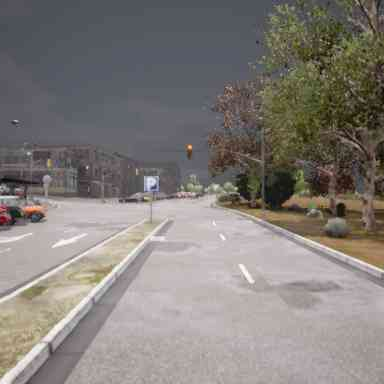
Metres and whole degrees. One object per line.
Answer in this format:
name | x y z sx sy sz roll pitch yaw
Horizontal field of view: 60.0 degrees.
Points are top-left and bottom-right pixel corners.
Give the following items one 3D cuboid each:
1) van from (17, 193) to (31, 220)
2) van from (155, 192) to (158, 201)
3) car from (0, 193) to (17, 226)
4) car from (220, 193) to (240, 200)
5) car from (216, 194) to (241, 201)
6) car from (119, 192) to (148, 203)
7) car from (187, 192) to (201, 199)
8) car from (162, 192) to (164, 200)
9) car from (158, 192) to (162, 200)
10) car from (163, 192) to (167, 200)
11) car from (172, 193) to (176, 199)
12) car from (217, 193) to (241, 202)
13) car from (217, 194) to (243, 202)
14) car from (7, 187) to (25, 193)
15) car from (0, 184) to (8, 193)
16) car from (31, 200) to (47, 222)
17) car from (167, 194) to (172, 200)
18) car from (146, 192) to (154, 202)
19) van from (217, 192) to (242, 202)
van | -13.608 1.294 22.454 4.442 1.987 1.878 -1 0 -19
van | -10.257 1.091 72.223 4.442 1.987 1.878 -1 0 -14
car | -13.723 1.264 19.417 5.566 2.045 2.435 -1 0 -20
car | 9.438 1.128 83.507 4.553 1.767 2.185 1 0 -12
car | 8.167 1.257 74.652 5.366 1.575 1.946 1 0 -13
car | -11.459 1.356 63.238 4.792 1.488 2.163 -1 0 -15
car | 0.519 1.305 94.812 1.812 1.442 4.674 0 0 9
car | -9.658 1.358 78.189 4.674 1.452 2.002 -1 0 -13
car | -10.030 1.320 75.194 4.892 1.521 2.231 -1 0 -14
car | -9.287 1.357 81.191 4.674 1.452 2.002 -1 0 -13
car | -8.024 1.064 90.180 5.566 2.045 2.435 -1 0 -12
car | 7.651 1.141 68.807 4.553 1.767 2.185 1 0 -14
car | 8.186 1.263 71.801 5.366 1.575 1.946 1 0 -13
car | -28.177 0.134 54.103 2.002 1.452 4.674 6 -3 -19
car | -31.172 -0.429 54.162 2.435 2.045 5.566 6 -3 -19
car | -13.633 1.401 25.431 4.553 1.767 2.185 -1 0 -19
car | -8.473 1.356 87.173 4.674 1.452 2.002 -1 0 -12
car | -10.815 1.313 66.231 5.366 1.575 1.946 -1 0 -15
van | 7.268 1.042 65.837 4.442 1.987 1.878 1 0 -14
